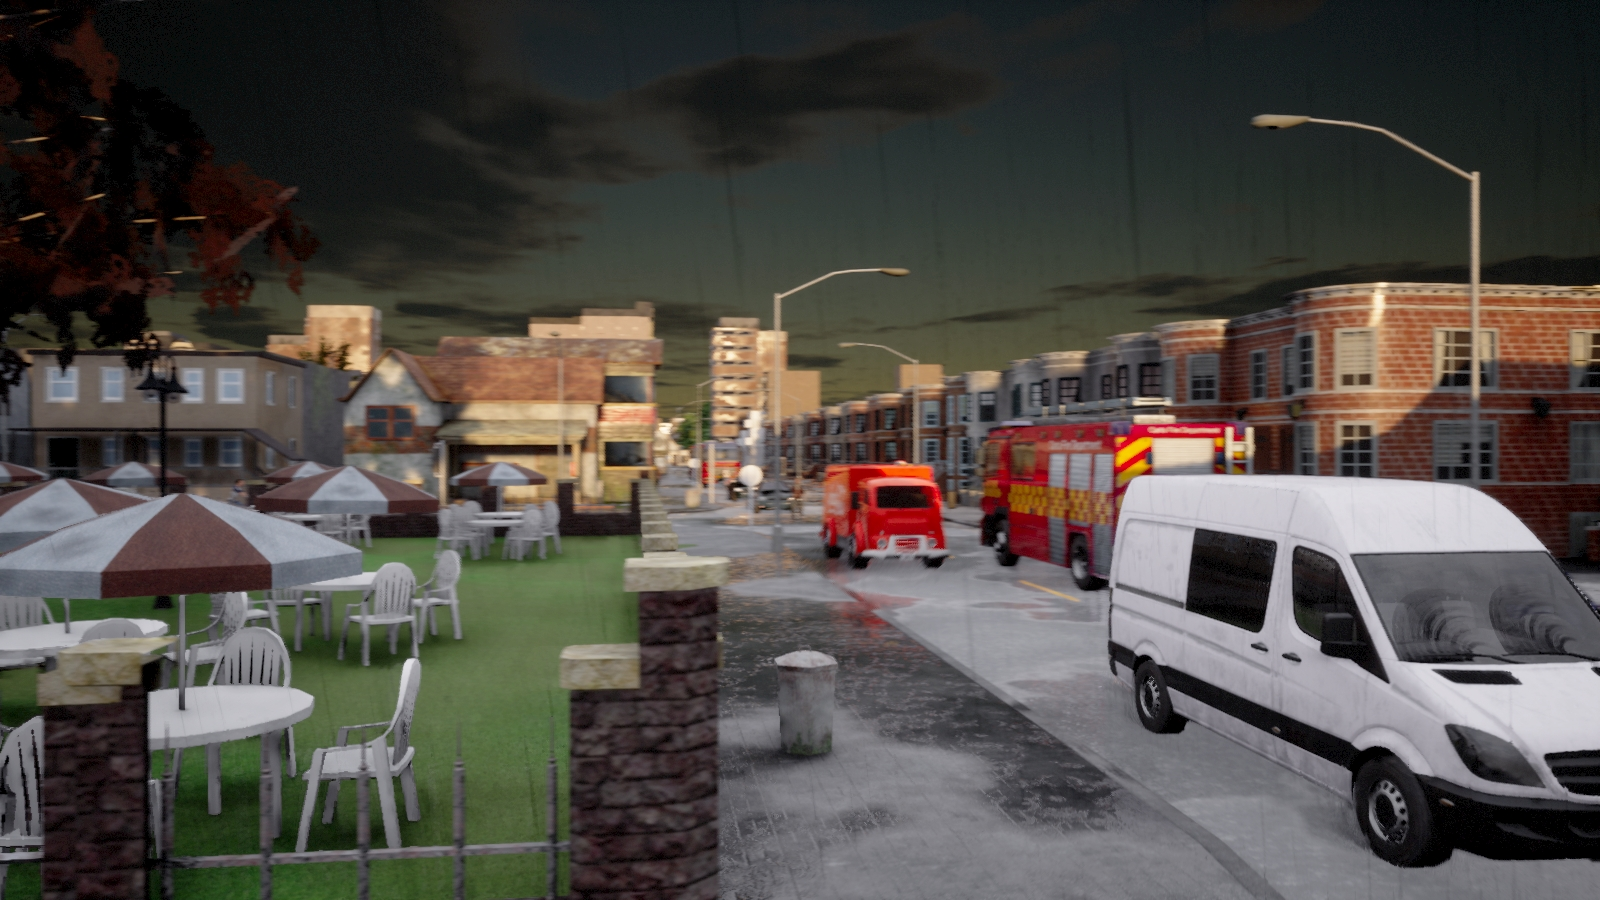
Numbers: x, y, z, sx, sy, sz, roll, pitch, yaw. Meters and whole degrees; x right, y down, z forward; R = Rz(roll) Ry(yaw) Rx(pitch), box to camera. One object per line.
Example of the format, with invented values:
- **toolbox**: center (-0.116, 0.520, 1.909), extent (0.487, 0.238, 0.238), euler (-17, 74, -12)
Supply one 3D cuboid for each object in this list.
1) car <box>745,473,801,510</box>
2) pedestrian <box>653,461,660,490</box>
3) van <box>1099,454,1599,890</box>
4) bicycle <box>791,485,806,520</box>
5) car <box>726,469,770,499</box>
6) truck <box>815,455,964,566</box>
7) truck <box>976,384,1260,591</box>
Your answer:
- **car**: center (-1.313, 1.883, 52.861), extent (2.038, 1.542, 4.974), euler (0, 0, -8)
- **pedestrian**: center (-9.139, 1.624, 72.847), extent (0.375, 1.860, 0.375), euler (0, 0, -1)
- **van**: center (4.689, 1.321, 9.808), extent (1.988, 2.561, 5.915), euler (0, 0, -8)
- **bicycle**: center (-0.060, 1.994, 43.921), extent (0.329, 1.271, 1.835), euler (0, 0, -8)
- **car**: center (-3.017, 1.899, 65.129), extent (2.038, 1.542, 4.974), euler (0, 0, -8)
- **truck**: center (2.081, 1.380, 28.522), extent (2.627, 2.467, 5.204), euler (0, 0, -8)
- **truck**: center (6.594, 0.694, 25.463), extent (2.891, 3.827, 8.468), euler (0, 0, -8)
